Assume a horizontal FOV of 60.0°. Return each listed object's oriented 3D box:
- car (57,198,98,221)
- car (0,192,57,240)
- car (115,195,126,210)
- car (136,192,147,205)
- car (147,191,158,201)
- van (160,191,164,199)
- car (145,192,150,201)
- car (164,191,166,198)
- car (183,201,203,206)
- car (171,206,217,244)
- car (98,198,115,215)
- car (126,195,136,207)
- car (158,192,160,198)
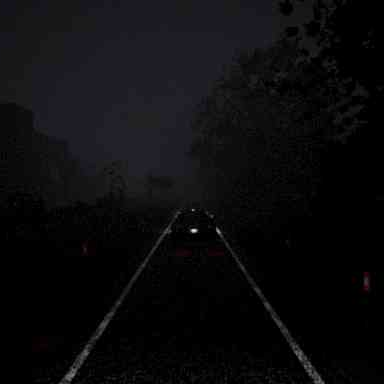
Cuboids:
[{"bbox_3d":[-8.993,1.279,24.720,2.097,1.535,5.008,0,0,2],"label":"car"},{"bbox_3d":[-8.983,1.029,15.767,2.435,2.045,5.566,0,0,2],"label":"car"},{"bbox_3d":[-9.006,1.262,35.818,2.097,1.535,5.008,0,0,2],"label":"car"},{"bbox_3d":[-9.026,1.195,52.452,2.097,1.535,5.008,0,0,2],"label":"car"},{"bbox_3d":[-9.044,0.920,67.883,2.435,2.045,5.566,0,0,1],"label":"car"},{"bbox_3d":[-9.070,0.896,85.599,1.878,1.987,4.442,0,0,2],"label":"van"},{"bbox_3d":[-9.033,1.166,58.000,2.097,1.535,5.008,0,0,2],"label":"car"},{"bbox_3d":[-9.071,1.089,91.285,2.231,1.521,4.892,0,-1,-2],"label":"car"},{"bbox_3d":[0.088,1.527,30.956,1.994,1.385,4.181,0,0,0],"label":"car"},{"bbox_3d":[0.087,1.568,15.771,1.994,1.385,4.181,0,0,0],"label":"car"},{"bbox_3d":[-9.000,1.282,30.262,2.231,1.521,4.892,0,1,2],"label":"car"},{"bbox_3d":[-9.021,1.225,42.199,1.946,1.575,5.366,0,0,2],"label":"car"},{"bbox_3d":[-9.052,1.183,74.629,2.002,1.452,4.674,0,0,0],"label":"car"}]
